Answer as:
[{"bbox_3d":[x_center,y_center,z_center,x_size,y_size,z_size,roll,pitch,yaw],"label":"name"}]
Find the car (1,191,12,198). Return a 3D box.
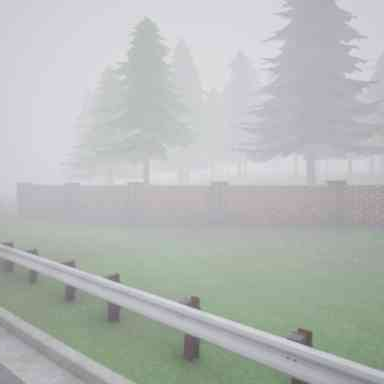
[{"bbox_3d":[-46.339,0.576,81.982,2.097,1.767,4.553,0,0,-18],"label":"car"}]

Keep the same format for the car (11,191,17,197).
[{"bbox_3d":[-43.023,0.843,83.096,1.895,1.301,4.718,0,0,-18],"label":"car"}]
